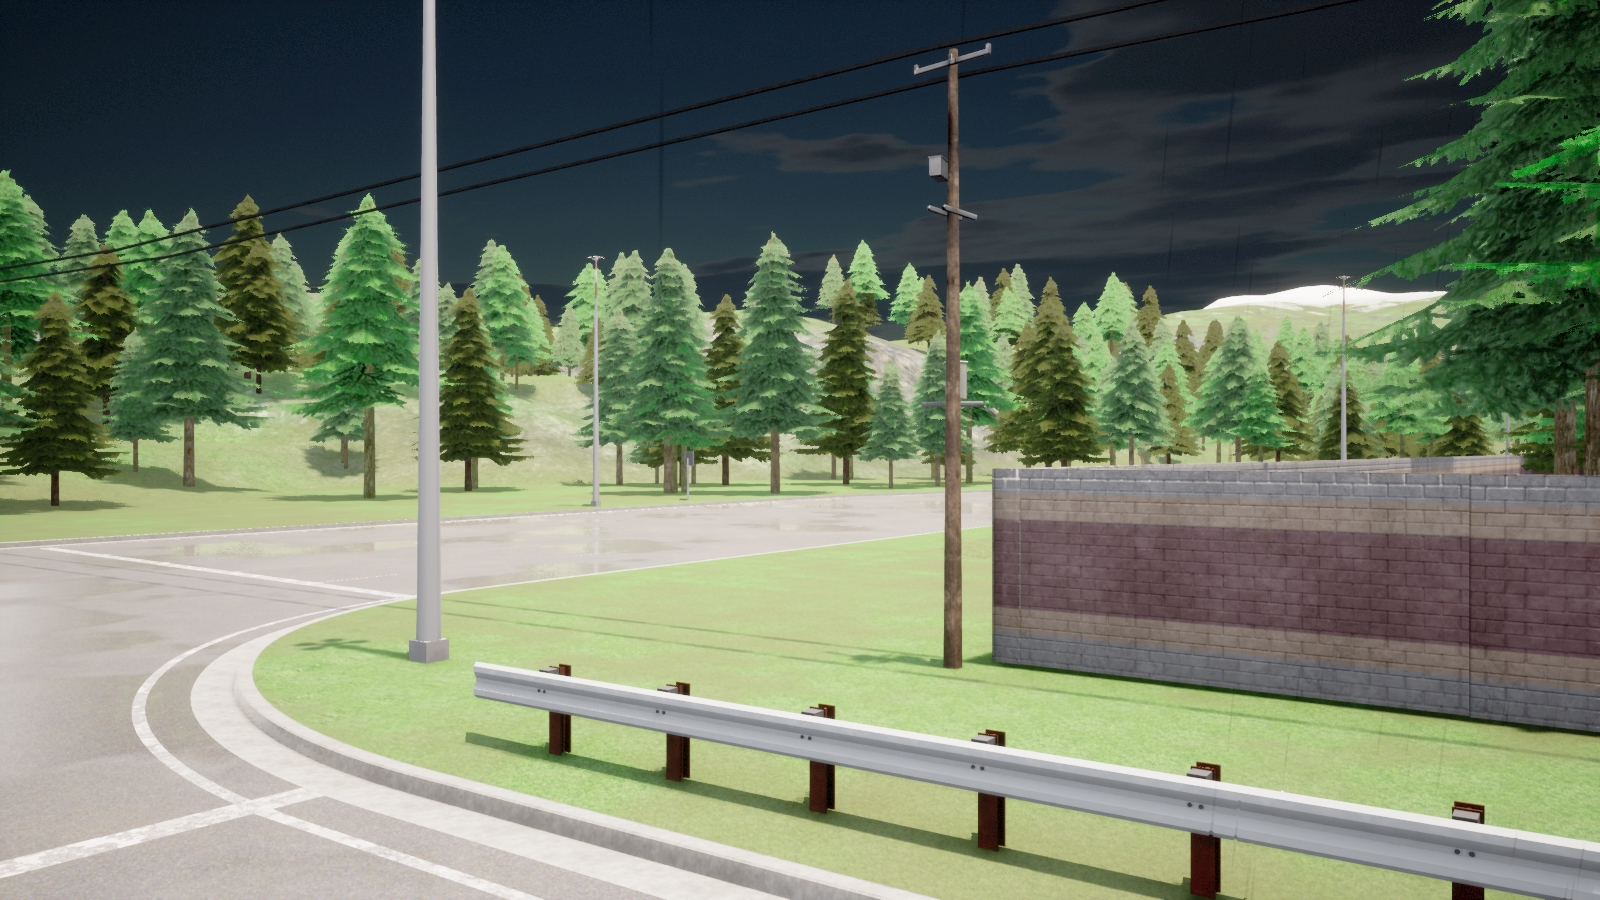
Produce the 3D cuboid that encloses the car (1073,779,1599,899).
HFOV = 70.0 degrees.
[{"bbox_3d":[3.010,1.982,1.681,5.238,1.638,2.097,0,0,35],"label":"car"}]
